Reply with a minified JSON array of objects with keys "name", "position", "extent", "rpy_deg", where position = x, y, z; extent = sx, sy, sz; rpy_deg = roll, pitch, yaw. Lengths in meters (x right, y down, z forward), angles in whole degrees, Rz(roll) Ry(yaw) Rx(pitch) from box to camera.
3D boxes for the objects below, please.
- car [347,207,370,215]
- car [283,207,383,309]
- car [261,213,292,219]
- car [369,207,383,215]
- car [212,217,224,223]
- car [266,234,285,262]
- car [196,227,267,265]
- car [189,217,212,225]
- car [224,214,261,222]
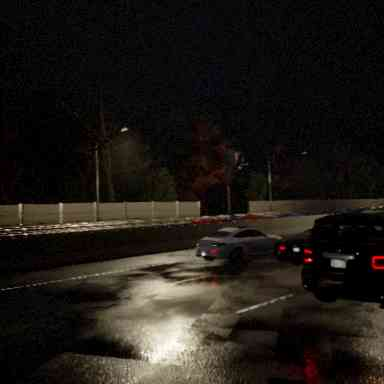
[{"name":"car","position":[33.744,3.872,67.196],"extent":[5.357,1.411,2.033],"rpy_deg":[0,-4,-39]},{"name":"car","position":[4.932,1.485,8.136],"extent":[5.566,2.045,2.150],"rpy_deg":[0,-4,-39]},{"name":"car","position":[9.920,3.003,34.755],"extent":[5.008,1.535,1.882],"rpy_deg":[0,-4,-39]},{"name":"car","position":[36.580,3.635,64.996],"extent":[4.181,1.385,1.994],"rpy_deg":[0,-4,-39]},{"name":"car","position":[4.943,3.574,39.705],"extent":[4.181,1.385,1.994],"rpy_deg":[0,-4,-39]},{"name":"car","position":[5.575,2.058,13.104],"extent":[5.357,1.411,2.033],"rpy_deg":[0,-4,-39]},{"name":"car","position":[2.265,2.277,14.921],"extent":[4.674,1.442,1.812],"rpy_deg":[0,-4,-39]},{"name":"car","position":[1.951,3.852,41.783],"extent":[4.718,1.301,1.895],"rpy_deg":[0,-4,-39]},{"name":"car","position":[6.283,3.243,36.316],"extent":[5.008,1.535,1.882],"rpy_deg":[0,-4,-39]}]
